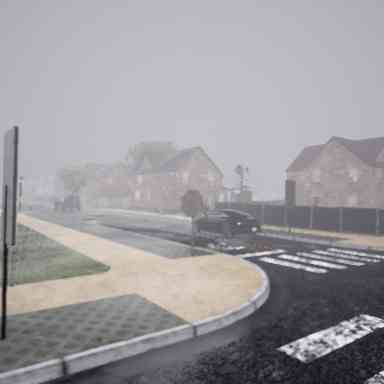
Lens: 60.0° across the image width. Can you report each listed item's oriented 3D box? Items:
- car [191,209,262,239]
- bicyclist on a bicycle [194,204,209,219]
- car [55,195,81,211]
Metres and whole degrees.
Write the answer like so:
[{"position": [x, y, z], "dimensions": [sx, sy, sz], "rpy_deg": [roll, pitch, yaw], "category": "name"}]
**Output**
[{"position": [1.809, 1.686, 18.458], "dimensions": [1.812, 1.442, 4.674], "rpy_deg": [1, -1, -35], "category": "car"}, {"position": [0.847, 1.528, 24.996], "dimensions": [1.656, 1.620, 0.582], "rpy_deg": [1, -1, -36], "category": "bicyclist on a bicycle"}, {"position": [-16.388, 1.398, 43.862], "dimensions": [2.150, 2.045, 5.566], "rpy_deg": [2, -1, -36], "category": "car"}]
